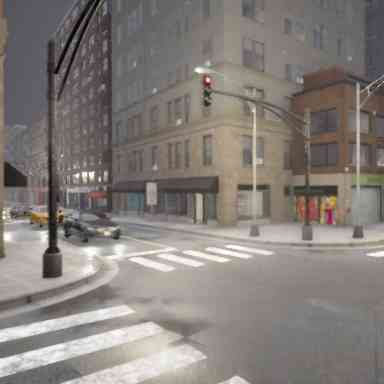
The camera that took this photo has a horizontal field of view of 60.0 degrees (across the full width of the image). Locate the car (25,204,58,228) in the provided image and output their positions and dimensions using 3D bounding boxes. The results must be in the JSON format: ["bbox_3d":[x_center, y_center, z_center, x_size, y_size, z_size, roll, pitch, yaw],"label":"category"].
[{"bbox_3d":[-10.989,1.776,25.315,1.882,1.535,5.008,0,0,-36],"label":"car"}]

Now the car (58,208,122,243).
[{"bbox_3d":[-5.413,1.737,17.708,1.812,1.442,4.674,0,0,-37],"label":"car"}]

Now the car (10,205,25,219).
[{"bbox_3d":[-16.891,1.954,33.384,1.994,1.385,4.181,0,0,-36],"label":"car"}]
